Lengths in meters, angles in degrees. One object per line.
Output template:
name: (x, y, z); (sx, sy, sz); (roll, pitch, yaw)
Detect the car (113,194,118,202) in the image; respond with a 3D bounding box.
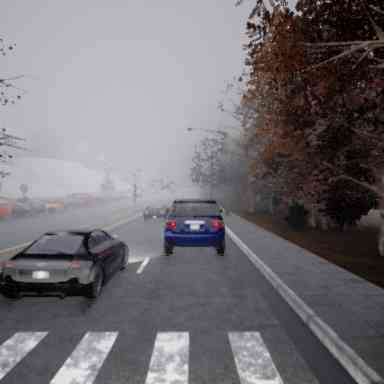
car: (-16.818, 1.168, 62.439); (4.553, 1.767, 2.185); (-1, 1, -20)

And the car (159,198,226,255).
car: (0.096, 1.246, 13.511); (2.150, 2.045, 5.566); (0, 0, 0)

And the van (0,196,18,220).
van: (-16.768, 1.333, 26.672); (4.442, 1.987, 1.878); (-1, 0, -20)

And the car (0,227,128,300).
car: (-2.920, 1.575, 8.449); (1.994, 1.385, 4.181); (0, 0, 0)

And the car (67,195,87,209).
car: (-16.856, 1.521, 44.531); (4.674, 1.452, 2.002); (-1, 1, -20)

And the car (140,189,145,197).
car: (-16.801, 0.700, 92.448); (5.566, 2.045, 2.435); (-1, 1, -20)

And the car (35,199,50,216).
car: (-16.895, 1.584, 32.577); (4.792, 1.488, 2.163); (-1, 0, -20)

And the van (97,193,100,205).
van: (-16.750, 1.196, 50.542); (4.442, 1.987, 1.878); (-1, 0, -20)

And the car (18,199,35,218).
car: (-16.865, 1.597, 29.605); (4.674, 1.452, 2.002); (-1, 0, -20)

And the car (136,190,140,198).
car: (-17.000, 1.030, 86.359); (5.366, 1.575, 1.946); (-1, 1, -20)

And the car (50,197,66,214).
car: (-16.694, 1.535, 35.646); (5.366, 1.575, 1.946); (-1, 0, -20)

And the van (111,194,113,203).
van: (-16.960, 1.102, 59.403); (4.442, 1.987, 1.878); (-1, 1, -20)

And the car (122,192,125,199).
car: (-16.816, 1.258, 68.431); (4.792, 1.488, 2.163); (-1, 0, -20)

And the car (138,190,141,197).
car: (-16.830, 1.031, 89.432); (4.674, 1.452, 2.002); (-1, 1, -20)

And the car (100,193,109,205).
car: (-16.831, 1.139, 53.495); (5.566, 2.045, 2.435); (-1, 0, -20)

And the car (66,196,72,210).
car: (-16.836, 1.556, 38.573); (4.792, 1.488, 2.163); (-1, 0, -20)

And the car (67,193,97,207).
car: (-16.887, 1.204, 47.499); (5.566, 2.045, 2.435); (-1, 1, -20)

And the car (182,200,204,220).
car: (0.097, 1.568, 29.918); (1.837, 1.490, 4.892); (0, 0, 0)

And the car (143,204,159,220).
car: (-2.904, 1.665, 28.264); (1.895, 1.301, 4.718); (0, 0, 0)

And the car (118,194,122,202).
car: (-16.839, 1.301, 65.413); (4.674, 1.452, 2.002); (-1, 1, -20)

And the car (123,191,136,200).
car: (-16.807, 1.127, 80.436); (4.792, 1.488, 2.163); (-1, 0, -20)

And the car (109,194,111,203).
car: (-16.845, 1.359, 56.466); (4.892, 1.521, 2.231); (-1, 1, -20)
